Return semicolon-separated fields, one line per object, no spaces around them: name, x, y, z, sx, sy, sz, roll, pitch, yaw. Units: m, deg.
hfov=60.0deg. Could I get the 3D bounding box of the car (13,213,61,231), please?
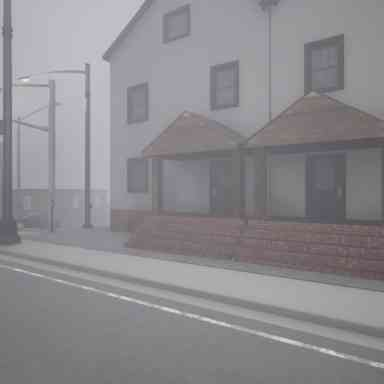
car;-13.808;2.574;28.806;1.837;1.490;4.892;0;-9;36
